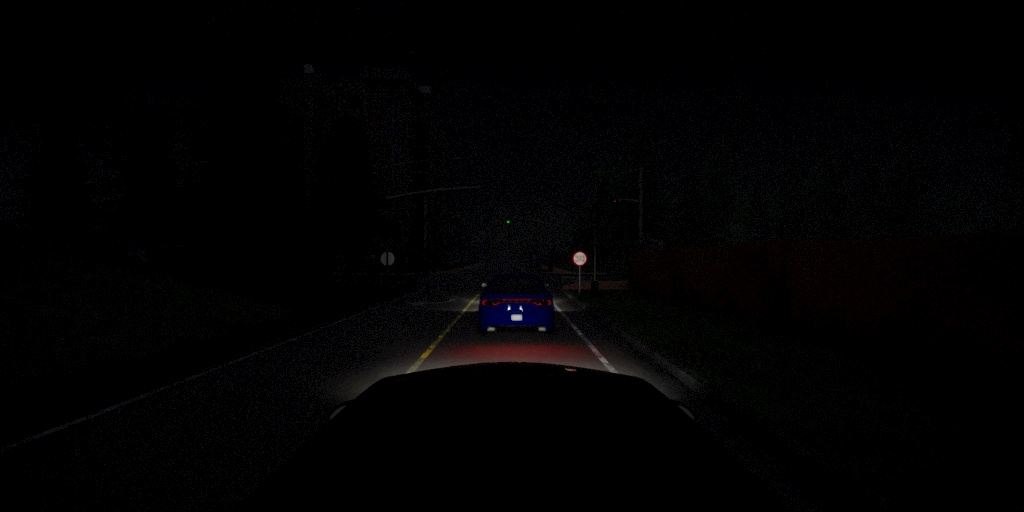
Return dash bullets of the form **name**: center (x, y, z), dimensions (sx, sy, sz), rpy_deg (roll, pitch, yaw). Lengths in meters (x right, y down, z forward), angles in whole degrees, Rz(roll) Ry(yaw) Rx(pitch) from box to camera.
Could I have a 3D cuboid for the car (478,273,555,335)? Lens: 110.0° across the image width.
- **car**: center (0.101, 1.228, 10.552), dimensions (1.882, 1.535, 5.008), rpy_deg (0, 0, 0)
